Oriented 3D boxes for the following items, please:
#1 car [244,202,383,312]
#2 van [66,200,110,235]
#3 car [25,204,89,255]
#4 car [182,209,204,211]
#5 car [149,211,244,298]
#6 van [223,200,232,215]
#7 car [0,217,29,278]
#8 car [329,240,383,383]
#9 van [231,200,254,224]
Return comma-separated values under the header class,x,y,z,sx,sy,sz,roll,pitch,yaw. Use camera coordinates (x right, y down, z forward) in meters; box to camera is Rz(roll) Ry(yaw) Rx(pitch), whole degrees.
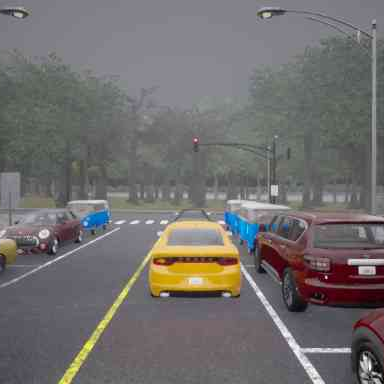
class,x,y,z,sx,sy,sz,roll,pitch,yaw
car,2.753,1.316,7.622,2.192,1.841,5.009,0,0,0
van,-5.785,1.345,18.487,1.690,1.788,3.998,0,0,0
car,-5.778,1.443,13.049,1.967,1.590,4.097,0,0,0
car,0.040,1.568,17.498,1.994,1.385,4.181,0,0,0
car,0.076,1.479,8.576,1.882,1.535,5.008,0,0,0
van,2.741,1.345,18.497,1.690,1.788,3.998,0,0,0
car,-5.772,1.526,7.442,1.752,1.417,4.829,0,0,0
car,2.759,1.440,2.184,1.967,1.590,4.097,0,0,0
van,2.747,1.344,13.059,1.690,1.788,3.998,0,0,0
